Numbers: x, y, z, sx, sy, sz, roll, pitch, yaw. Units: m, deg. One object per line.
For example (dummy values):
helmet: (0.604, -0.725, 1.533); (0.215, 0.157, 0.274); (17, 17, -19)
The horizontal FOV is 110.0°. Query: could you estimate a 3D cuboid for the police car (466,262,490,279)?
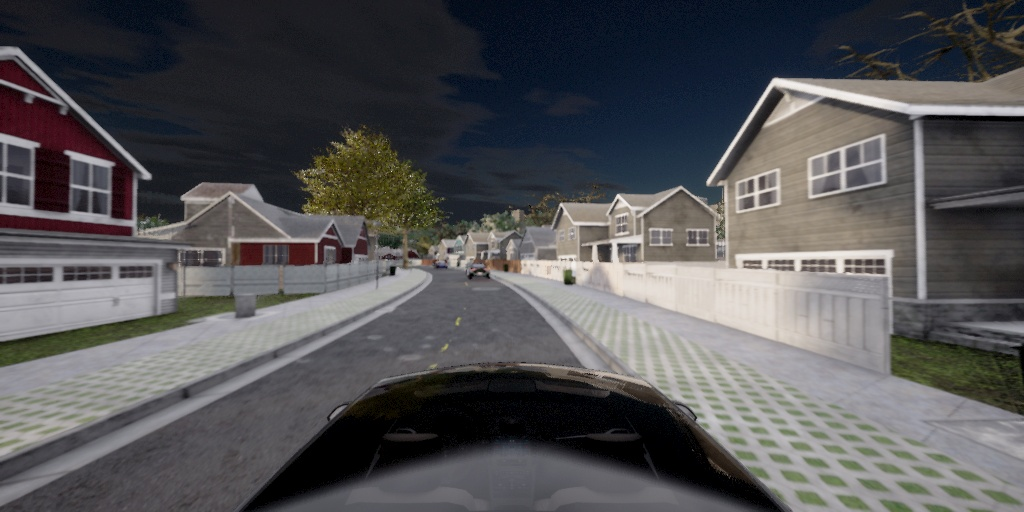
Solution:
police car: (-3.354, 1.411, 34.570); (2.038, 1.542, 4.974); (0, 0, -11)
